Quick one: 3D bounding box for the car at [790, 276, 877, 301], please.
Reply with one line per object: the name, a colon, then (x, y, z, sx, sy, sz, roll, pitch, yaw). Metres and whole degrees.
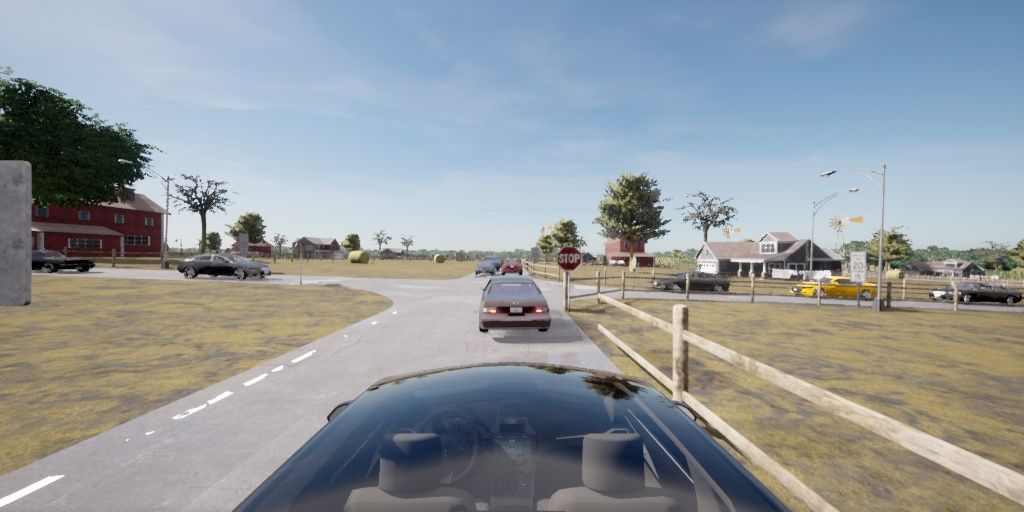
car: (21.951, 2.141, 24.599, 5.008, 1.535, 1.882, 3, 0, 0)

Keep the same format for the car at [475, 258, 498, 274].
car: (-2.831, 1.284, 38.351, 1.812, 1.442, 4.674, 0, 0, 0)

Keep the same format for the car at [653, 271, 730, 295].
car: (12.190, 1.782, 24.515, 4.892, 1.490, 1.837, 3, 0, -2)

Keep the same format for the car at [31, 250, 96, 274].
car: (-28.321, 0.327, 21.619, 4.718, 1.301, 1.895, 2, 0, 0)

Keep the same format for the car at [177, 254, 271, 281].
car: (-17.245, 0.628, 21.622, 4.902, 1.511, 2.128, 2, 0, 0)

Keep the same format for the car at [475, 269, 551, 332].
car: (-0.029, 1.297, 10.822, 2.033, 1.411, 5.357, 0, 0, -3)

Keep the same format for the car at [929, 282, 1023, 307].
car: (31.682, 2.551, 24.600, 4.902, 1.511, 2.128, 2, 0, 0)

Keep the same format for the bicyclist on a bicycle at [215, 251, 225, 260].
bicyclist on a bicycle: (-22.604, 0.403, 27.605, 0.582, 1.620, 1.656, 2, 0, 0)

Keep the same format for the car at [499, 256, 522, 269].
car: (0.054, 1.111, 39.140, 2.097, 1.767, 4.553, 0, 0, 1)

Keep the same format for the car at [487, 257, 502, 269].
car: (-2.803, 1.126, 58.374, 2.097, 1.767, 4.553, 0, 0, 0)

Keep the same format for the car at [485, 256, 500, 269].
car: (-2.813, 0.985, 48.314, 2.150, 2.045, 5.566, 0, 0, 0)
